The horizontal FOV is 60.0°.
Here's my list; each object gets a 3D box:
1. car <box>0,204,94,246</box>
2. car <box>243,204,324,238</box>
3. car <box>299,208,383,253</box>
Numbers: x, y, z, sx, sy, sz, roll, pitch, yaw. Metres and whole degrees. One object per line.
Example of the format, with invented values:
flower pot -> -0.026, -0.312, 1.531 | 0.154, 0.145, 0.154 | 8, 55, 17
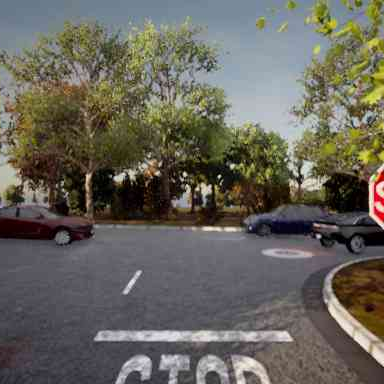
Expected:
car -> -6.714, 1.293, 14.083 | 5.008, 1.535, 1.882 | 3, 0, 0
car -> 5.019, 1.458, 17.545 | 4.553, 1.767, 2.097 | 2, -1, 0
car -> 7.288, 1.595, 13.647 | 4.902, 1.511, 2.128 | 2, -1, -16
